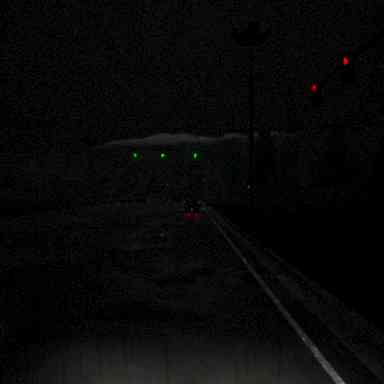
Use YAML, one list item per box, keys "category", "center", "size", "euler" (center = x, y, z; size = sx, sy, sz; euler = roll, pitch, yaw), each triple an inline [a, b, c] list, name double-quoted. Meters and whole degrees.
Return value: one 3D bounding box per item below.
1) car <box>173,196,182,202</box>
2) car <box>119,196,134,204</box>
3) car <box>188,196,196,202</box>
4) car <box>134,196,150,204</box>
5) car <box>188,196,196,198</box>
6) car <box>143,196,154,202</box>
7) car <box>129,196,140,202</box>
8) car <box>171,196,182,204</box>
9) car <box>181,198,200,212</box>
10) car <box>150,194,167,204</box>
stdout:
- category: "car"
  center: [-3.478, 1.750, 80.671]
  size: [1.994, 1.385, 4.181]
  euler: [0, 0, 0]
- category: "car"
  center: [-13.981, 1.748, 70.551]
  size: [1.812, 1.442, 4.674]
  euler: [0, 0, 0]
- category: "car"
  center: [0.022, 1.750, 80.670]
  size: [1.994, 1.385, 4.181]
  euler: [0, 0, 0]
- category: "car"
  center: [-10.481, 1.722, 70.282]
  size: [1.837, 1.490, 4.892]
  euler: [0, 0, 0]
- category: "car"
  center: [0.019, 1.775, 70.759]
  size: [1.994, 1.385, 4.181]
  euler: [0, 0, 0]
- category: "car"
  center: [-10.478, 1.682, 80.674]
  size: [1.882, 1.535, 5.008]
  euler: [0, 0, 0]
- category: "car"
  center: [-13.978, 1.728, 80.675]
  size: [1.812, 1.442, 4.674]
  euler: [0, 0, 0]
- category: "car"
  center: [-3.481, 1.722, 70.457]
  size: [1.837, 1.490, 4.892]
  euler: [0, 0, 0]
- category: "car"
  center: [0.011, 1.729, 40.468]
  size: [1.895, 1.301, 4.718]
  euler: [0, 0, 0]
- category: "car"
  center: [-6.981, 1.578, 70.538]
  size: [2.097, 1.767, 4.553]
  euler: [0, 0, 0]
